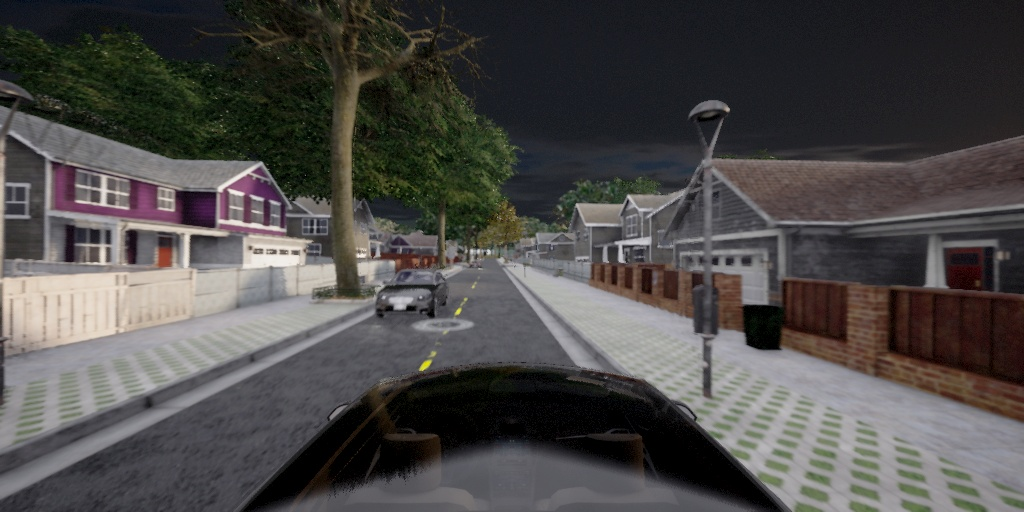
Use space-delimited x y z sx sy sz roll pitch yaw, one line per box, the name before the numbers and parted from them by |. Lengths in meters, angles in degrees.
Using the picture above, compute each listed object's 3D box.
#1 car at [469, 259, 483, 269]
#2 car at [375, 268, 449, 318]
car | -5.629 1.218 55.663 1.812 1.442 4.674 0 0 -3
car | -3.391 1.216 12.901 2.128 1.511 4.902 0 0 -3
